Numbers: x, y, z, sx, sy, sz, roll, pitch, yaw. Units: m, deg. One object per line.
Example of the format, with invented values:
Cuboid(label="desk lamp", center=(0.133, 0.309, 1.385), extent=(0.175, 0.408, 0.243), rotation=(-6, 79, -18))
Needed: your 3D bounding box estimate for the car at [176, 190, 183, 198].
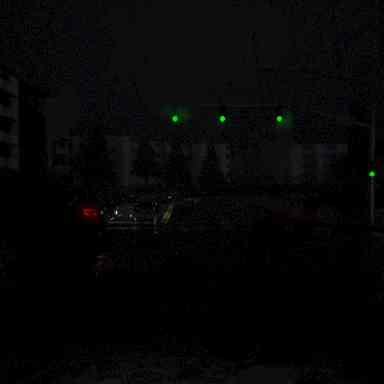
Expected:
Cuboid(label="car", center=(-3.103, 0.363, 53.867), extent=(1.895, 1.301, 4.718), rotation=(1, 1, 24))

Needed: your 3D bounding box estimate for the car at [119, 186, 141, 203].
Cuboid(label="car", center=(-7.034, 0.361, 37.409), extent=(2.150, 2.045, 5.566), rotation=(0, 1, 4))

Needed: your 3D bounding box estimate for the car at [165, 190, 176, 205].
Cuboid(label="car", center=(-3.493, 0.662, 38.476), extent=(2.033, 1.411, 5.357), rotation=(0, 1, 4))

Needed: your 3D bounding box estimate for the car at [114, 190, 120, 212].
Cuboid(label="car", center=(-7.102, 0.898, 25.091), extent=(1.882, 1.535, 5.008), rotation=(0, 1, 0))

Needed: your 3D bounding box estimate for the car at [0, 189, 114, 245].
Cuboid(label="car", center=(-6.271, 0.913, 13.364), extent=(5.566, 2.045, 2.150), rotation=(0, 1, 1))

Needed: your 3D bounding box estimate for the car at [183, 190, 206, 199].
Cuboid(label="car", center=(0.730, 0.328, 53.831), extent=(1.994, 1.385, 4.181), rotation=(1, 1, 26))

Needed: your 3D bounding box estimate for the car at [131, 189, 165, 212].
Cuboid(label="car", center=(-3.682, 0.821, 28.478), extent=(1.882, 1.535, 5.008), rotation=(0, 1, -1))
